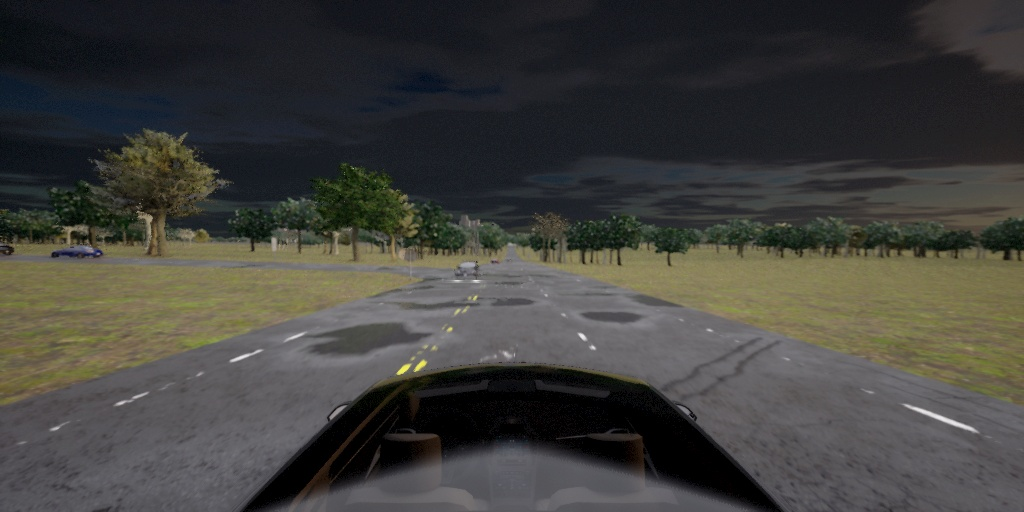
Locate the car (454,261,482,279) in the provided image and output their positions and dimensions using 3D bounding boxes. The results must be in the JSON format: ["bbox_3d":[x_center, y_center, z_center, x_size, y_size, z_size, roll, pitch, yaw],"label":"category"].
[{"bbox_3d":[-3.654,1.169,30.310,1.812,1.442,4.674,0,0,0],"label":"car"}]

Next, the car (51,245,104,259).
[{"bbox_3d":[-49.535,-0.477,40.949,4.674,1.442,1.812,2,1,0],"label":"car"}]
